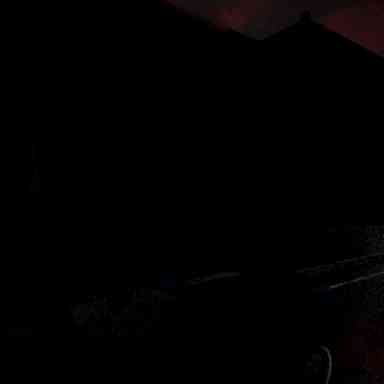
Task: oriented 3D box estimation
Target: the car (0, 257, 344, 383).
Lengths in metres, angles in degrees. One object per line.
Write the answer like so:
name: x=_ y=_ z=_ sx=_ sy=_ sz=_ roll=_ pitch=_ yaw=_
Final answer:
car: x=-0.225 y=1.531 z=3.522 sx=4.674 sy=1.442 sz=1.812 roll=-1 pitch=0 yaw=-36
